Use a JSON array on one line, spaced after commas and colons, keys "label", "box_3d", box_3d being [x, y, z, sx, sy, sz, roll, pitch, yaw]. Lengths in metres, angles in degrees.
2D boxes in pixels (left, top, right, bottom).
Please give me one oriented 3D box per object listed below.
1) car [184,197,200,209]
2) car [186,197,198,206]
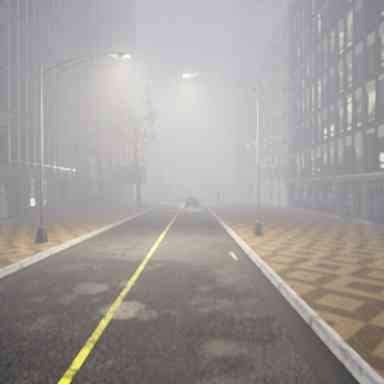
[{"label": "car", "box_3d": [0.016, 1.417, 44.202, 1.837, 1.490, 4.892, 0, 0, 0]}, {"label": "car", "box_3d": [0.020, 1.501, 54.647, 1.895, 1.301, 4.718, 0, 0, 0]}]
